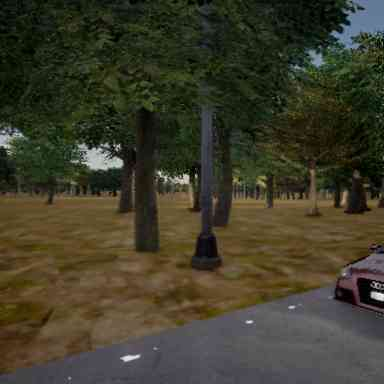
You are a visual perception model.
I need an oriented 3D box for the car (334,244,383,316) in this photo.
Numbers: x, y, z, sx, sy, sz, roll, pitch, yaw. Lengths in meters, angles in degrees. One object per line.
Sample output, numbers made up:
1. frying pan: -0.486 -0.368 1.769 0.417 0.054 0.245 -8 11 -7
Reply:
1. car: 4.777 1.578 6.723 4.181 1.385 1.994 0 0 -35
